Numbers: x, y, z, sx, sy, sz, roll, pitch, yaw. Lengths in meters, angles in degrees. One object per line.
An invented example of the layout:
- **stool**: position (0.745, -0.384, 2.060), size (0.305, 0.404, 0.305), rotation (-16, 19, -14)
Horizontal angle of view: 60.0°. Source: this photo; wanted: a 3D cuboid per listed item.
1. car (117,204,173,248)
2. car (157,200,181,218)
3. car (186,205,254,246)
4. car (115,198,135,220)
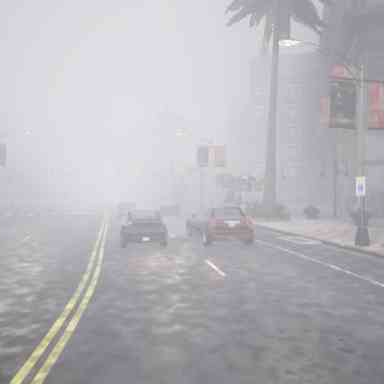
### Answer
- **car**: position (-2.277, 1.514, 14.841), size (1.837, 1.490, 4.892), rotation (0, 0, -13)
- **car**: position (-2.322, 1.483, 30.244), size (1.882, 1.535, 5.008), rotation (0, 0, -13)
- **car**: position (1.136, 1.364, 15.617), size (2.097, 1.767, 4.553), rotation (0, 0, -13)
- **car**: position (-5.728, 1.561, 29.438), size (2.033, 1.411, 5.357), rotation (0, 0, -13)
